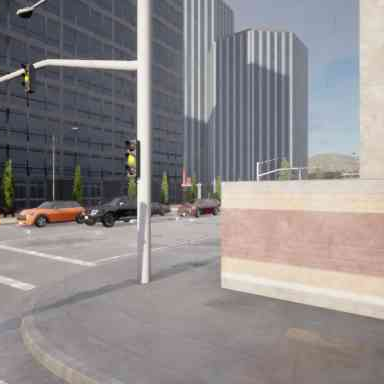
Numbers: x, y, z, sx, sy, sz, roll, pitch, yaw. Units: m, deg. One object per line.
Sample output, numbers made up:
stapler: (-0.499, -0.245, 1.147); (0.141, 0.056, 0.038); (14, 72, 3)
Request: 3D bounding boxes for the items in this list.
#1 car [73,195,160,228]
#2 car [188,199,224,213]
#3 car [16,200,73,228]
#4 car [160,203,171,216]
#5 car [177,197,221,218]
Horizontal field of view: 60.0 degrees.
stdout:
car: (-5.132, 1.276, 23.502); (2.150, 2.045, 5.566); (0, 0, 36)
car: (1.760, 1.559, 39.082); (1.837, 1.490, 4.892); (0, 0, 36)
car: (-9.688, 1.406, 23.155); (2.097, 1.767, 4.553); (0, 0, 36)
car: (-4.164, 1.601, 30.851); (2.033, 1.411, 5.357); (0, 0, 36)
car: (0.595, 1.406, 31.473); (2.097, 1.767, 4.553); (0, 0, 36)
